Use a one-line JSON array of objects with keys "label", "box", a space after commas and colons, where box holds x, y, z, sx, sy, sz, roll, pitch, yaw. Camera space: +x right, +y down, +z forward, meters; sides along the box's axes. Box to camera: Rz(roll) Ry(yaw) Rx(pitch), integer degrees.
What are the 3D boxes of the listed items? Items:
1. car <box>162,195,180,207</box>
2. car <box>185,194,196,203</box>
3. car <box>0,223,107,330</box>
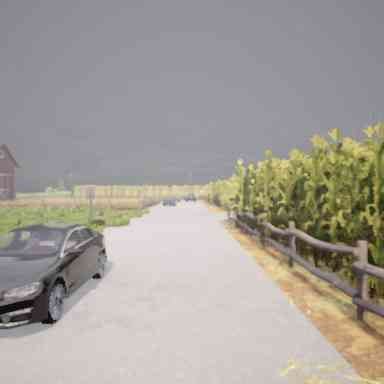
[{"label": "car", "box": [-3.340, 1.431, 49.247, 2.033, 1.411, 5.357, 0, 0, 0]}, {"label": "car", "box": [-0.235, 1.190, 67.003, 2.097, 1.767, 4.553, 0, 0, 0]}, {"label": "car", "box": [-3.207, 1.477, 7.193, 2.128, 1.511, 4.902, 0, 0, 0]}]
